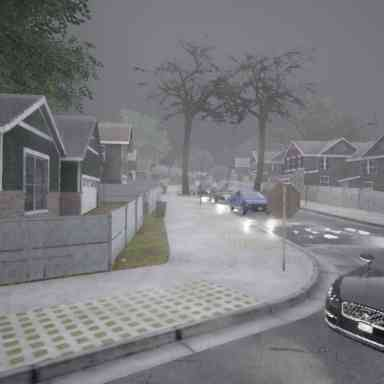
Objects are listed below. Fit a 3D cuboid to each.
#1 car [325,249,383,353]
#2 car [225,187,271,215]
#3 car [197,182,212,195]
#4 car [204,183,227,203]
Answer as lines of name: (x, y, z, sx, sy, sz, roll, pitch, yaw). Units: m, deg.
car: (4.321, 1.477, 5.665, 4.892, 1.490, 1.837, -2, 2, -32)
car: (3.913, 0.630, 22.792, 1.882, 1.535, 5.008, 1, 3, -6)
car: (1.772, -0.313, 42.551, 2.128, 1.511, 4.902, 1, 3, -6)
car: (2.851, 0.173, 32.523, 2.128, 1.511, 4.902, 1, 3, -6)
